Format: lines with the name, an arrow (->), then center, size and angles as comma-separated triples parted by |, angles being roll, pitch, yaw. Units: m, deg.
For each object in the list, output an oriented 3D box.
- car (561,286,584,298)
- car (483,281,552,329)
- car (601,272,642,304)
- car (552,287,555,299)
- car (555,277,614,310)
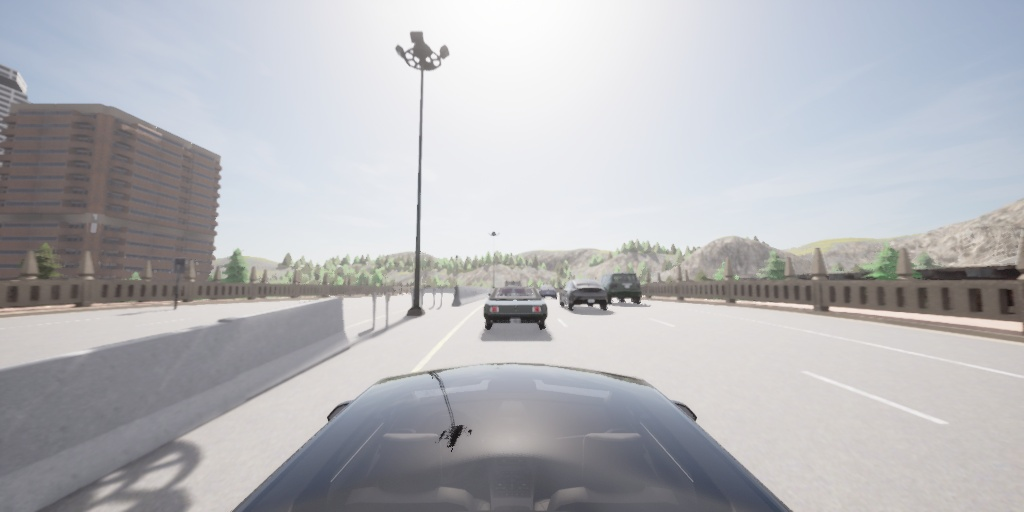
car -> 7.112, 4.261, 42.697 | 1.994, 1.385, 4.181 | 0, -5, 0
car -> 0.103, 1.674, 12.440 | 1.895, 1.301, 4.718 | 0, -3, 0
car -> 7.108, 2.241, 24.763 | 2.150, 2.045, 5.566 | 0, -5, 0
car -> 3.610, 3.828, 38.065 | 1.994, 1.385, 4.181 | 0, -5, 0
car -> 3.606, 1.988, 18.721 | 1.837, 1.490, 4.892 | 0, -4, 0
